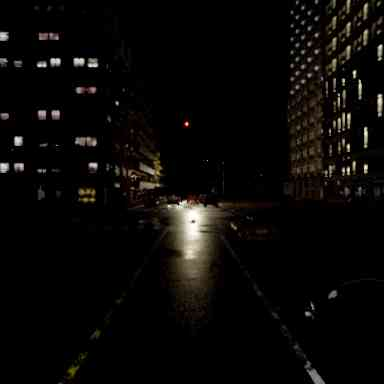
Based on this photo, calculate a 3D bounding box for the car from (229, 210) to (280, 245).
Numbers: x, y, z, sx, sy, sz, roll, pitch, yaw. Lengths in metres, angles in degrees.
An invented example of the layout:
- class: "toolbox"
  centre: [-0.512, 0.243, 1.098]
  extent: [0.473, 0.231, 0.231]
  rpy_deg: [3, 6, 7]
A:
- class: "car"
  centre: [2.685, 1.505, 15.122]
  extent: [1.752, 1.417, 4.829]
  rpy_deg: [0, 0, 0]

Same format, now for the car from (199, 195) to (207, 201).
- class: "car"
  centre: [2.681, 1.505, 80.525]
  extent: [1.887, 1.381, 4.507]
  rpy_deg: [0, 0, 0]

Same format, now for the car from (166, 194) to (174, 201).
- class: "car"
  centre: [-5.700, 1.403, 86.051]
  extent: [1.967, 1.590, 4.097]
  rpy_deg: [0, 0, 0]

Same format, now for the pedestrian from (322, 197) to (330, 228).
- class: "pedestrian"
  centre: [8.128, 1.238, 20.232]
  extent: [0.375, 1.860, 0.375]
  rpy_deg: [0, 0, 0]

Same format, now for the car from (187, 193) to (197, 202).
- class: "car"
  centre: [-0.005, 1.183, 76.171]
  extent: [2.150, 2.045, 5.566]
  rpy_deg: [0, 0, 0]

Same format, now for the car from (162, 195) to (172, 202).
- class: "car"
  centre: [-5.699, 1.398, 74.998]
  extent: [1.967, 1.590, 4.097]
  rpy_deg: [0, 0, 0]

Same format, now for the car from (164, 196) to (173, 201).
- class: "car"
  centre: [-5.699, 1.542, 80.525]
  extent: [1.802, 1.307, 4.206]
  rpy_deg: [0, 0, 0]

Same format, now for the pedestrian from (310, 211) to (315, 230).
- class: "pedestrian"
  centre: [7.134, 1.638, 19.634]
  extent: [0.500, 1.100, 0.500]
  rpy_deg: [0, 0, 0]

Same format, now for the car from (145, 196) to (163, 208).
- class: "car"
  centre: [-5.696, 1.505, 47.365]
  extent: [2.008, 1.369, 4.403]
  rpy_deg: [0, 0, 0]

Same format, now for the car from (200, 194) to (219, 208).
- class: "car"
  centre: [2.683, 1.269, 47.365]
  extent: [2.192, 1.841, 5.009]
  rpy_deg: [0, 0, 0]

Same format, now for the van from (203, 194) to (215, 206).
- class: "van"
  centre: [2.682, 1.294, 52.891]
  extent: [1.690, 1.788, 3.998]
  rpy_deg: [0, 0, 0]

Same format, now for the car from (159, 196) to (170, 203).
- class: "car"
  centre: [-5.698, 1.500, 69.470]
  extent: [1.887, 1.381, 4.507]
  rpy_deg: [0, 0, 0]

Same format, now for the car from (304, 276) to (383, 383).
- class: "car"
  centre: [2.686, 1.560, 3.687]
  extent: [1.947, 1.339, 4.313]
  rpy_deg: [0, 0, 0]

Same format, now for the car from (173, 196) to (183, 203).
- class: "car"
  centre: [-3.005, 1.495, 71.654]
  extent: [2.033, 1.411, 5.357]
  rpy_deg: [0, 0, 0]

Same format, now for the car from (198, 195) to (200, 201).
- class: "car"
  centre: [2.681, 1.270, 69.471]
  extent: [2.192, 1.841, 5.009]
  rpy_deg: [0, 0, 0]

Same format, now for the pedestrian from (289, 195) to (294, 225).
- class: "pedestrian"
  centre: [6.133, 1.115, 20.832]
  extent: [0.375, 1.860, 0.375]
  rpy_deg: [0, 0, 0]

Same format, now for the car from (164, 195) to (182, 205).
- class: "car"
  centre: [-3.056, 1.499, 56.112]
  extent: [2.033, 1.411, 5.357]
  rpy_deg: [0, 0, 1]

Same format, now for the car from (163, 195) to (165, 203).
- class: "car"
  centre: [-5.697, 1.504, 63.944]
  extent: [2.008, 1.369, 4.403]
  rpy_deg: [0, 0, 0]
